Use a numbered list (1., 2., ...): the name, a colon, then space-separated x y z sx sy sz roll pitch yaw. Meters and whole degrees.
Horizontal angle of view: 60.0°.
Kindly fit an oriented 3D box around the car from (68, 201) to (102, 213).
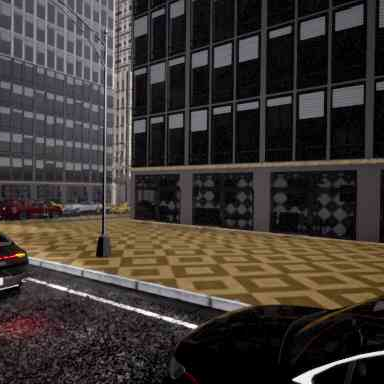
1. car: -13.181 1.793 40.699 1.895 1.301 4.718 1 0 37

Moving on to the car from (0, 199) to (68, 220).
1. car: -14.173 1.518 29.675 2.192 1.841 5.009 1 0 37

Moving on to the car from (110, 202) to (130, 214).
1. car: -7.342 1.829 38.862 1.752 1.417 4.829 1 0 37

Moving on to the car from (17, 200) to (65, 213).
1. car: -17.636 1.641 39.062 1.752 1.417 4.829 1 0 37

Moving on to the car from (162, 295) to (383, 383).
1. car: 1.974 1.505 2.267 4.892 1.490 1.837 0 0 36

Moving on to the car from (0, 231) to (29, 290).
1. car: -5.742 1.500 7.811 4.892 1.490 1.837 0 0 36
